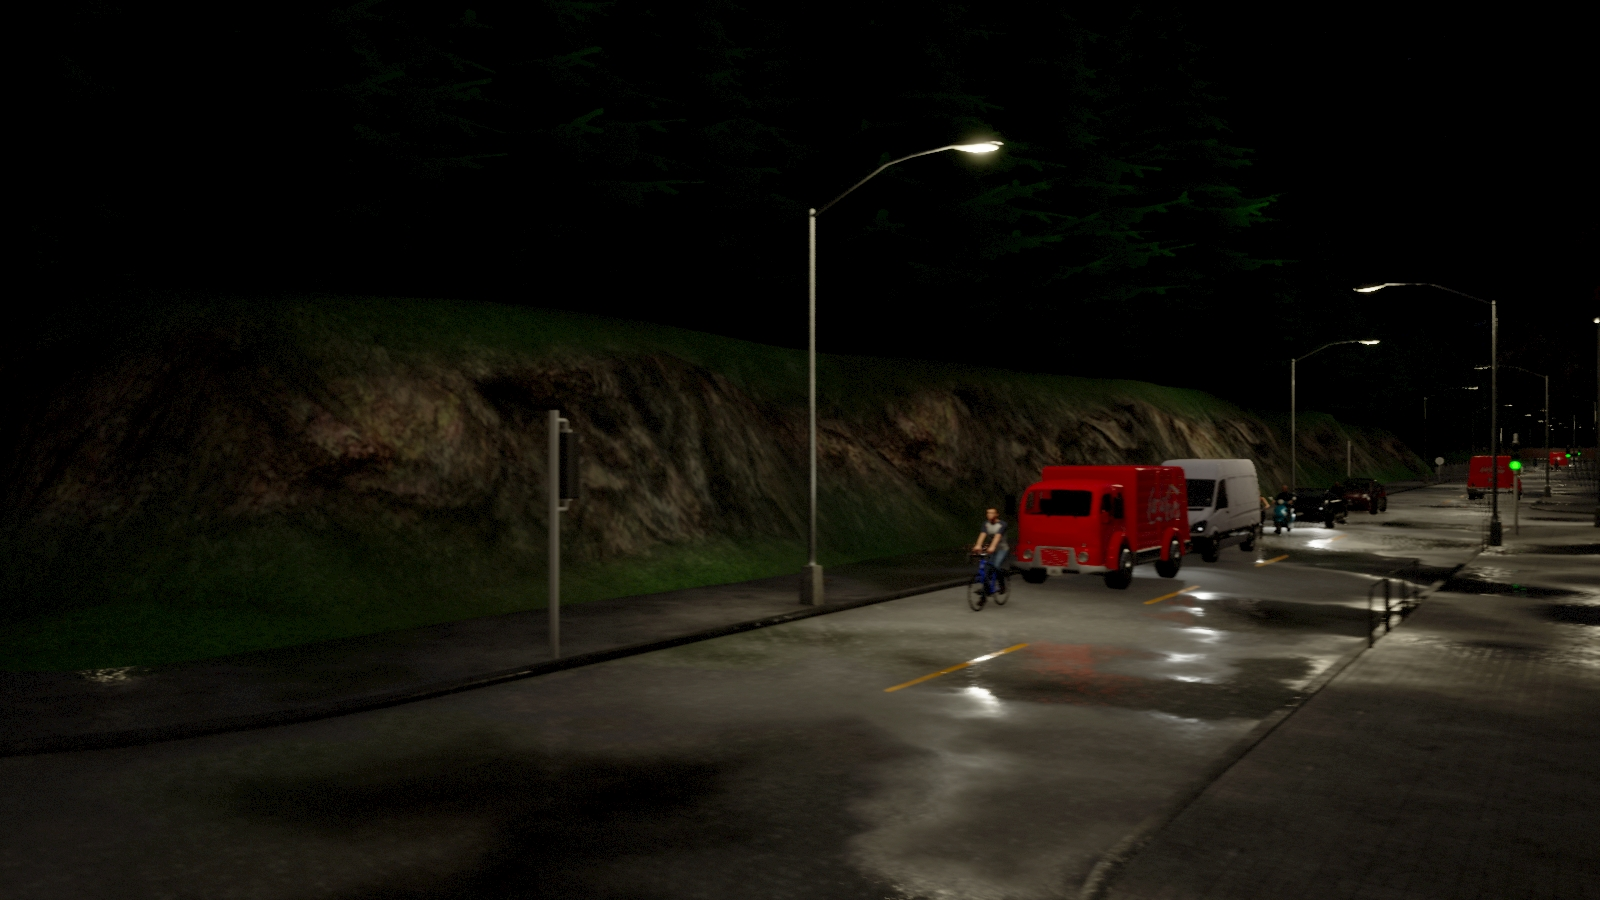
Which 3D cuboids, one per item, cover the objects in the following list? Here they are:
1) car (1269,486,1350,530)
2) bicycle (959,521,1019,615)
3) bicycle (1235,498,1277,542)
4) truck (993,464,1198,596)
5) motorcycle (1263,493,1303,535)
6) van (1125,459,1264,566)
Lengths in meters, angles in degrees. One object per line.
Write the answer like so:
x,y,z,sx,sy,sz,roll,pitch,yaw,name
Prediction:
19.081,2.121,42.688,1.994,1.385,4.181,0,0,35,car
3.365,2.059,20.255,0.373,1.496,1.643,0,0,35,bicycle
14.149,2.160,35.438,0.859,1.276,1.487,0,0,36,bicycle
6.528,1.571,24.766,2.627,2.467,5.204,0,0,35,truck
16.286,2.144,38.473,0.856,1.316,1.805,0,0,36,motorcycle
10.726,1.537,30.743,1.988,2.561,5.915,0,0,35,van
